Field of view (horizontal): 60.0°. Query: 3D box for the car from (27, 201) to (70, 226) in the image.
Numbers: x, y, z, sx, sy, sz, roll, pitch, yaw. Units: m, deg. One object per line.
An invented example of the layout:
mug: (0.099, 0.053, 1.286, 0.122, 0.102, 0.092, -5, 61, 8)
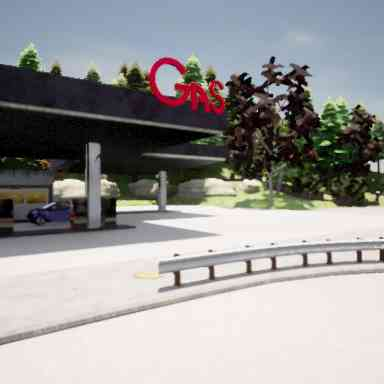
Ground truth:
car: (-9.114, 1.394, 22.406, 3.633, 1.501, 1.845, 0, 0, -35)
